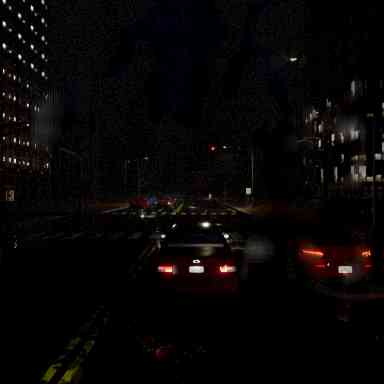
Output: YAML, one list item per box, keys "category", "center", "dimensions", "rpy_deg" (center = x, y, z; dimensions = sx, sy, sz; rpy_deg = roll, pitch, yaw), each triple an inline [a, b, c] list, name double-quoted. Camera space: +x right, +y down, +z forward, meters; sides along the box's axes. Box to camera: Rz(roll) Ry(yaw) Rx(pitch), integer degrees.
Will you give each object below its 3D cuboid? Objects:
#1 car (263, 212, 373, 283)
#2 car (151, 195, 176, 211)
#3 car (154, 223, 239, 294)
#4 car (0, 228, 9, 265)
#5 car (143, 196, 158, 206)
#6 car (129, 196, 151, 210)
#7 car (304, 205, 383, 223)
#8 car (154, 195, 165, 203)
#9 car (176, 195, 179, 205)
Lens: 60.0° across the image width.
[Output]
- category: "car"
  center: [3.330, 1.522, 9.537]
  dimensions: [1.812, 1.442, 4.674]
  rpy_deg: [0, 0, 0]
- category: "car"
  center: [-3.430, 1.318, 40.700]
  dimensions: [2.097, 1.767, 4.553]
  rpy_deg: [0, 0, 0]
- category: "car"
  center: [0.081, 1.544, 8.951]
  dimensions: [2.033, 1.411, 5.357]
  rpy_deg: [0, 0, 0]
- category: "car"
  center: [-6.619, 1.474, 8.266]
  dimensions: [1.882, 1.535, 5.008]
  rpy_deg: [0, 0, 0]
- category: "car"
  center: [-6.708, 1.466, 54.241]
  dimensions: [1.812, 1.442, 4.674]
  rpy_deg: [0, 0, 0]
- category: "car"
  center: [-6.687, 1.441, 42.319]
  dimensions: [1.882, 1.535, 5.008]
  rpy_deg: [0, 0, 0]
- category: "car"
  center: [10.626, 1.603, 23.600]
  dimensions: [5.357, 1.411, 2.033]
  rpy_deg: [0, 1, 0]
- category: "car"
  center: [-6.724, 1.412, 69.155]
  dimensions: [1.837, 1.490, 4.892]
  rpy_deg: [0, 0, -1]
- category: "car"
  center: [-3.455, 1.446, 53.533]
  dimensions: [1.837, 1.490, 4.892]
  rpy_deg: [0, 0, 0]
